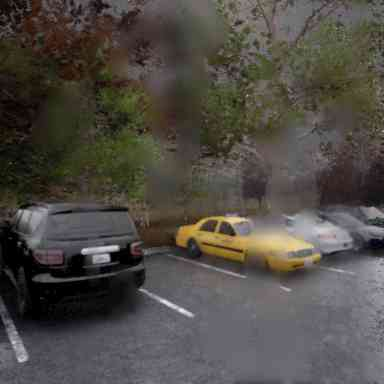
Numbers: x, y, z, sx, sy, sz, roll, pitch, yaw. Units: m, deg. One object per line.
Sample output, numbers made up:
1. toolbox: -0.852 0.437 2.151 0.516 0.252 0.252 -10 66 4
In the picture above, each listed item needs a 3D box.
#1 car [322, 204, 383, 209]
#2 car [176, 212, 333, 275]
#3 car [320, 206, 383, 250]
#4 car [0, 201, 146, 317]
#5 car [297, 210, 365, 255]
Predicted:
1. car: 8.049 1.409 15.867 2.185 1.767 4.553 0 0 -36
2. car: 1.518 1.503 10.927 1.946 1.575 5.366 0 0 -36
3. car: 5.933 1.555 14.277 2.163 1.488 4.792 0 0 -36
4. car: -3.111 1.236 7.878 2.435 2.045 5.566 0 0 -36
5. car: 3.664 1.556 12.687 2.002 1.452 4.674 0 0 -36
